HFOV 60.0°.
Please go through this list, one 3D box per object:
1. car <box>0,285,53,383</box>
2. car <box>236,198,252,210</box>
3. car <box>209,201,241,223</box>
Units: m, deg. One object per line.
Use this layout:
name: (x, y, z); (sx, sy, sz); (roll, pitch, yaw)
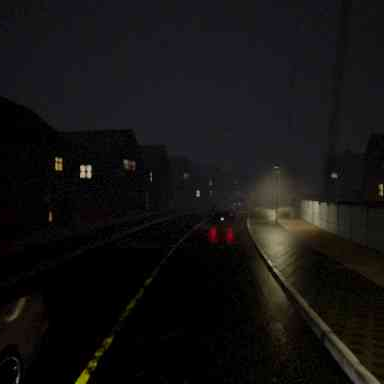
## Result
car: (-2.741, 1.541, 1.949); (2.033, 1.411, 5.357); (0, 0, 1)
car: (6.420, 1.522, 42.240); (2.033, 1.411, 5.357); (0, 0, 16)
car: (2.509, 1.605, 25.530); (1.895, 1.301, 4.718); (0, 0, 10)
